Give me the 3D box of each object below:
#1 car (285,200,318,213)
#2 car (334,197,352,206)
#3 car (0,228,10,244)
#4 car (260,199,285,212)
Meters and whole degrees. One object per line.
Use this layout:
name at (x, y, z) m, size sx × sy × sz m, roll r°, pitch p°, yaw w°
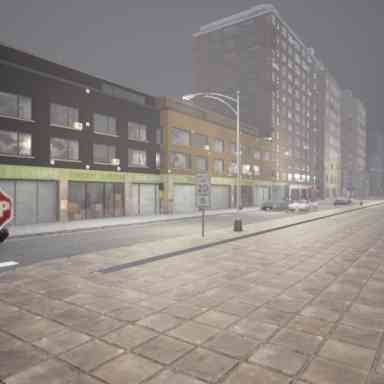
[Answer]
car at (12.157, 1.533, 36.105) m, size 1.895 × 1.301 × 4.718 m, roll 0°, pitch 0°, yaw 36°
car at (23.803, 1.460, 52.359) m, size 2.033 × 1.411 × 5.357 m, roll 0°, pitch 0°, yaw 36°
car at (-9.133, 1.583, 11.465) m, size 1.895 × 1.301 × 4.718 m, roll 0°, pitch 0°, yaw 36°
car at (9.613, 1.472, 37.588) m, size 2.033 × 1.411 × 5.357 m, roll 0°, pitch 0°, yaw 36°
